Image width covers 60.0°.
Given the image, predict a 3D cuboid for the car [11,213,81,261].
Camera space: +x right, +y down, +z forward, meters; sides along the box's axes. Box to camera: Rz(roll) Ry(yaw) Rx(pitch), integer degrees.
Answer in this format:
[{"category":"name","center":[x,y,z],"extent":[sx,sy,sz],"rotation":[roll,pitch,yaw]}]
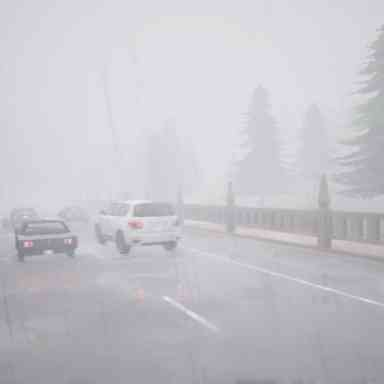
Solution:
[{"category":"car","center":[-5.854,1.737,13.009],"extent":[1.895,1.301,4.718],"rotation":[0,0,-29]}]

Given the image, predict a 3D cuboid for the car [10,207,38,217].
[{"category":"car","center":[-12.786,1.827,25.387],"extent":[2.033,1.411,5.357],"rotation":[0,0,-29]}]

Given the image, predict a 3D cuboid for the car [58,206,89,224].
[{"category":"car","center":[-9.728,1.806,27.089],"extent":[2.033,1.411,5.357],"rotation":[0,0,-29]}]

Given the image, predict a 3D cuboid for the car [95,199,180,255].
[{"category":"car","center":[-2.501,1.333,14.172],"extent":[2.150,2.045,5.566],"rotation":[0,0,-29]}]
